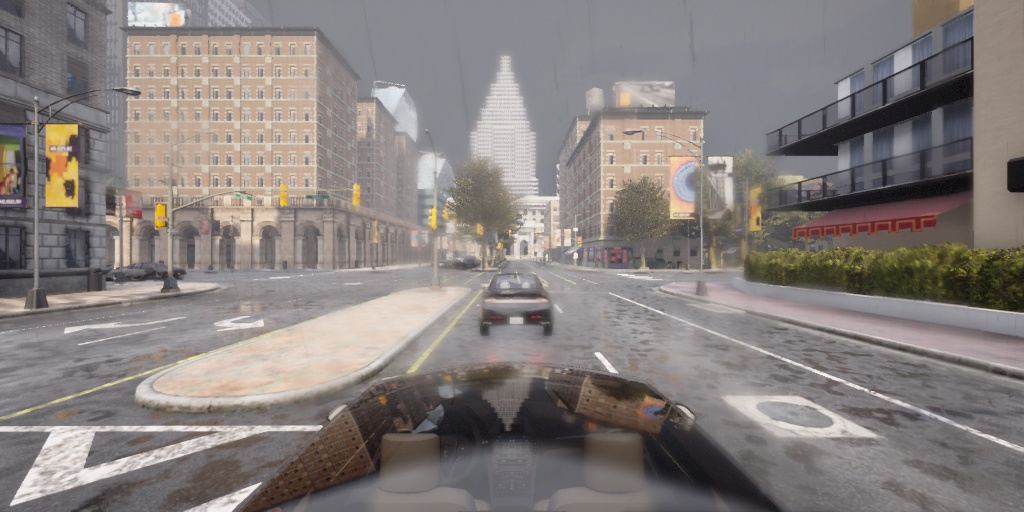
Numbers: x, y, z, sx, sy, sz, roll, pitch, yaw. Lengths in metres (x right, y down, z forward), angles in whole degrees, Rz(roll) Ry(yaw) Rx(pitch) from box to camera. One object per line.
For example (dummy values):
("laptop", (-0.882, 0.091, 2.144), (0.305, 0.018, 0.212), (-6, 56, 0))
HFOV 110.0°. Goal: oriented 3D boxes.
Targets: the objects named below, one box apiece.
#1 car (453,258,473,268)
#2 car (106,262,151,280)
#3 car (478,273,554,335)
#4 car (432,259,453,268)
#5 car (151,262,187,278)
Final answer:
("car", (-8.024, 1.354, 59.171), (1.895, 1.301, 4.718), (0, 0, 0))
("car", (-33.826, 1.352, 30.106), (4.718, 1.301, 1.895), (0, 0, 0))
("car", (0.105, 1.242, 10.486), (2.128, 1.511, 4.902), (0, 0, 0))
("car", (-11.514, 1.245, 60.618), (2.128, 1.511, 4.902), (0, 0, 0))
("car", (-33.849, 1.299, 33.604), (5.357, 1.411, 2.033), (0, 0, 0))
